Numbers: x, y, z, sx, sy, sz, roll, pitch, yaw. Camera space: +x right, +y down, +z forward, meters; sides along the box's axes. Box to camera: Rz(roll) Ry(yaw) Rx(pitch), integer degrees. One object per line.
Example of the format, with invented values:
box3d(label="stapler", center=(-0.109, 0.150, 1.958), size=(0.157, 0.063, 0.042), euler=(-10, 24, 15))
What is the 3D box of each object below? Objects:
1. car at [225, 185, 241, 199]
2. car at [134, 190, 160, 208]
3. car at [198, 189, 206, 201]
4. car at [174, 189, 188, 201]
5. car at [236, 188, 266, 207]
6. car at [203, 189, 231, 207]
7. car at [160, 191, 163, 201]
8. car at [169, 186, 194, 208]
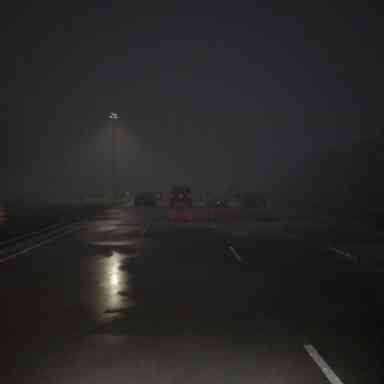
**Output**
box3d(label="car", center=(5.506, 0.119, 45.743), size=(2.150, 2.045, 5.566), euler=(0, 1, -1))
box3d(label="car", center=(-4.545, 0.691, 32.958), size=(1.882, 1.535, 5.008), euler=(0, 1, -2))
box3d(label="car", center=(1.990, 0.376, 46.510), size=(2.128, 1.511, 4.902), euler=(0, 1, -1))
box3d(label="car", center=(-1.523, 0.356, 46.972), size=(1.882, 1.535, 5.008), euler=(0, 1, -1))
box3d(label="car", center=(5.953, 0.679, 33.231), size=(1.882, 1.535, 5.008), euler=(0, 1, -2))
box3d(label="car", center=(2.448, 0.722, 33.529), size=(1.812, 1.442, 4.674), euler=(0, 1, -1))
box3d(label="car", center=(-4.984, 0.469, 45.234), size=(2.033, 1.411, 5.357), euler=(0, 1, -1))
box3d(label="car", center=(-1.020, 0.441, 32.690), size=(2.150, 2.045, 5.566), euler=(0, 2, 0))
